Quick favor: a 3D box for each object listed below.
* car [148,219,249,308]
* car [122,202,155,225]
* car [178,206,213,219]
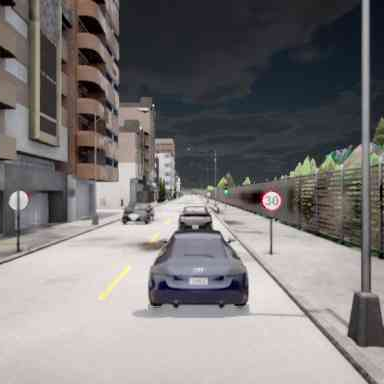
[{"bbox_3d":[0.132,1.584,8.028,1.994,1.385,4.181,0,0,0],"label":"car"},{"bbox_3d":[-3.908,1.553,24.845,2.128,1.511,4.902,0,0,1],"label":"car"},{"bbox_3d":[0.196,1.540,19.360,2.128,1.511,4.902,0,0,0],"label":"car"}]
